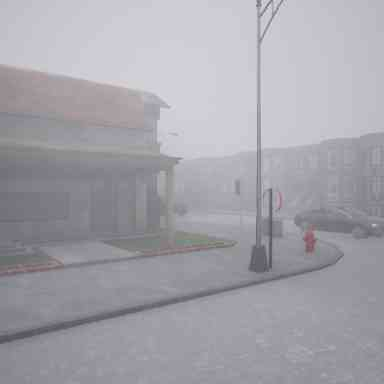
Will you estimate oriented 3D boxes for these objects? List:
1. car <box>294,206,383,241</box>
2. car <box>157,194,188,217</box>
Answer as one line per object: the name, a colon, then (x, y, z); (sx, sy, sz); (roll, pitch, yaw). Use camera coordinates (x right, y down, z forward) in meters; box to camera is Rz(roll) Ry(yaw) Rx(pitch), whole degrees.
car: (7.621, 1.492, 17.094); (2.128, 1.511, 4.902); (0, 0, -35)
car: (-2.617, 1.221, 31.483); (2.150, 2.045, 5.566); (0, 0, -35)
